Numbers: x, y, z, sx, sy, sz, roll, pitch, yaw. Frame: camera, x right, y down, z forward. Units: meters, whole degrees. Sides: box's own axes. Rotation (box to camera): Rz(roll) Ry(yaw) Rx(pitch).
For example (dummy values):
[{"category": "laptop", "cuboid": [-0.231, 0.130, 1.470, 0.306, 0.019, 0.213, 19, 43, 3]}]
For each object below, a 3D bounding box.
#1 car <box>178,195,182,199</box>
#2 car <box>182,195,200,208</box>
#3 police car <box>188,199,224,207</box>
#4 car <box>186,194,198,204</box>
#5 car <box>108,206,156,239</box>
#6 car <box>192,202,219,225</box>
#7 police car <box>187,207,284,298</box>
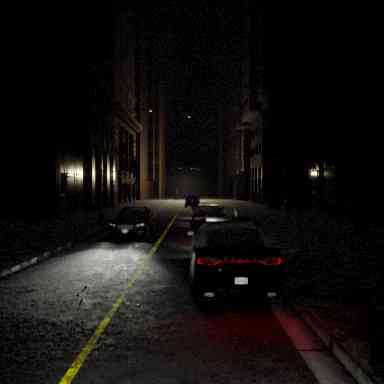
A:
[{"category": "car", "cuboid": [-2.920, 1.434, 93.983, 1.895, 1.301, 4.718, 0, 0, 0]}, {"category": "car", "cuboid": [0.056, 1.299, 46.778, 2.097, 1.767, 4.553, 0, 0, 0]}, {"category": "police car", "cuboid": [0.916, 1.413, 18.687, 1.930, 1.638, 5.238, 0, 0, 0]}, {"category": "car", "cuboid": [0.051, 1.272, 60.071, 2.097, 1.767, 4.553, 0, 0, 0]}, {"category": "car", "cuboid": [-2.985, 1.481, 17.259, 2.128, 1.511, 4.902, 0, 0, 0]}, {"category": "car", "cuboid": [0.921, 1.507, 24.577, 1.812, 1.442, 4.674, 0, 0, 0]}, {"category": "police car", "cuboid": [0.907, 1.421, 8.685, 1.930, 1.638, 5.238, 0, 0, 0]}]
